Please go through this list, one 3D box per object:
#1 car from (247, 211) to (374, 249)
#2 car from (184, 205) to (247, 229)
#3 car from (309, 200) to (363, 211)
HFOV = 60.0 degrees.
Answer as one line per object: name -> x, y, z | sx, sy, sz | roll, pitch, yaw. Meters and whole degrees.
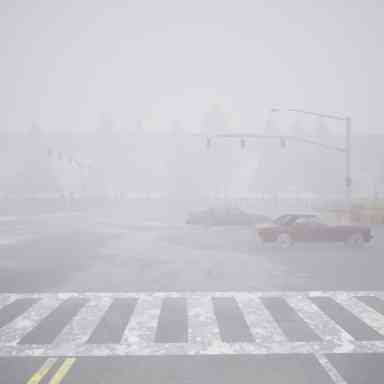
car -> 4.937, 1.601, 13.985 | 4.718, 1.301, 1.895 | 0, 0, -2
car -> 2.187, 1.547, 20.903 | 5.357, 1.411, 2.033 | 0, 0, -2
car -> 15.408, 1.547, 35.515 | 5.357, 1.411, 2.033 | 0, 0, -2
